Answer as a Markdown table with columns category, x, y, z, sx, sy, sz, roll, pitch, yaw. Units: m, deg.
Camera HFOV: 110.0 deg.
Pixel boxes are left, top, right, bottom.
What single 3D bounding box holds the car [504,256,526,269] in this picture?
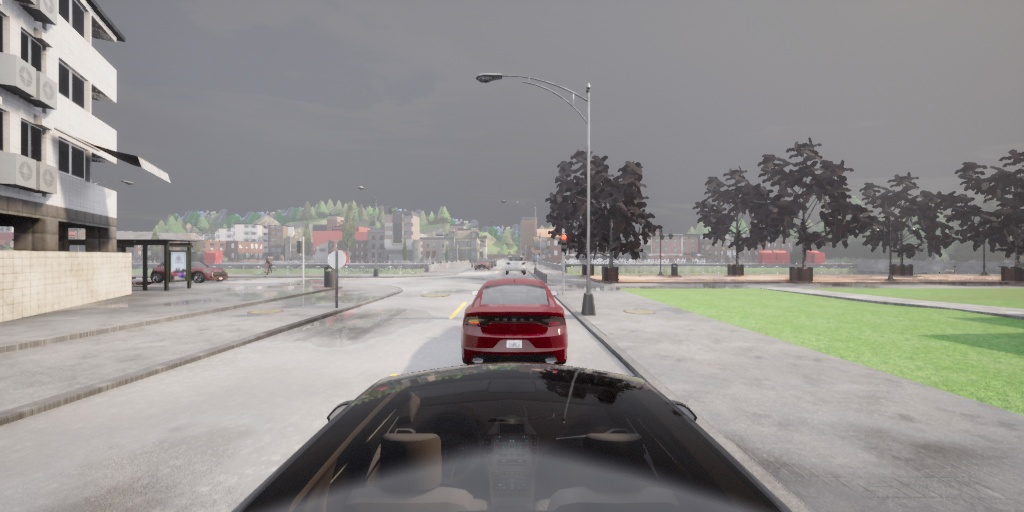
| category | x | y | z | sx | sy | sz | roll | pitch | yaw |
| --- | --- | --- | --- | --- | --- | --- | --- | --- | --- |
| car | 0.323 | 0.971 | 40.686 | 2.150 | 2.045 | 5.566 | 0 | 0 | -2 |

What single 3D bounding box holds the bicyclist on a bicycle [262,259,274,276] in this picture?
| category | x | y | z | sx | sy | sz | roll | pitch | yaw |
| --- | --- | --- | --- | --- | --- | --- | --- | --- | --- |
| bicyclist on a bicycle | -24.002 | 1.099 | 35.296 | 0.582 | 1.620 | 1.656 | 0 | 0 | 0 |

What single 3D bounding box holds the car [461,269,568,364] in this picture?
| category | x | y | z | sx | sy | sz | roll | pitch | yaw |
| --- | --- | --- | --- | --- | --- | --- | --- | --- | --- |
| car | 0.057 | 1.228 | 8.091 | 1.882 | 1.535 | 5.008 | 0 | 0 | 0 |

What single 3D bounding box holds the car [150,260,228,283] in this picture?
| category | x | y | z | sx | sy | sz | roll | pitch | yaw |
| --- | --- | --- | --- | --- | --- | --- | --- | --- | --- |
| car | -24.076 | 1.102 | 26.899 | 4.553 | 1.767 | 2.097 | 0 | 0 | 0 |

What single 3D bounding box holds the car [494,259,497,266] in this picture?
| category | x | y | z | sx | sy | sz | roll | pitch | yaw |
| --- | --- | --- | --- | --- | --- | --- | --- | --- | --- |
| car | -4.040 | 1.241 | 59.536 | 2.128 | 1.511 | 4.902 | 0 | 0 | 0 |

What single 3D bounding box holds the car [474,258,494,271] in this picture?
| category | x | y | z | sx | sy | sz | roll | pitch | yaw |
| --- | --- | --- | --- | --- | --- | --- | --- | --- | --- |
| car | -4.061 | 1.102 | 50.292 | 2.097 | 1.767 | 4.553 | 0 | 0 | 0 |
